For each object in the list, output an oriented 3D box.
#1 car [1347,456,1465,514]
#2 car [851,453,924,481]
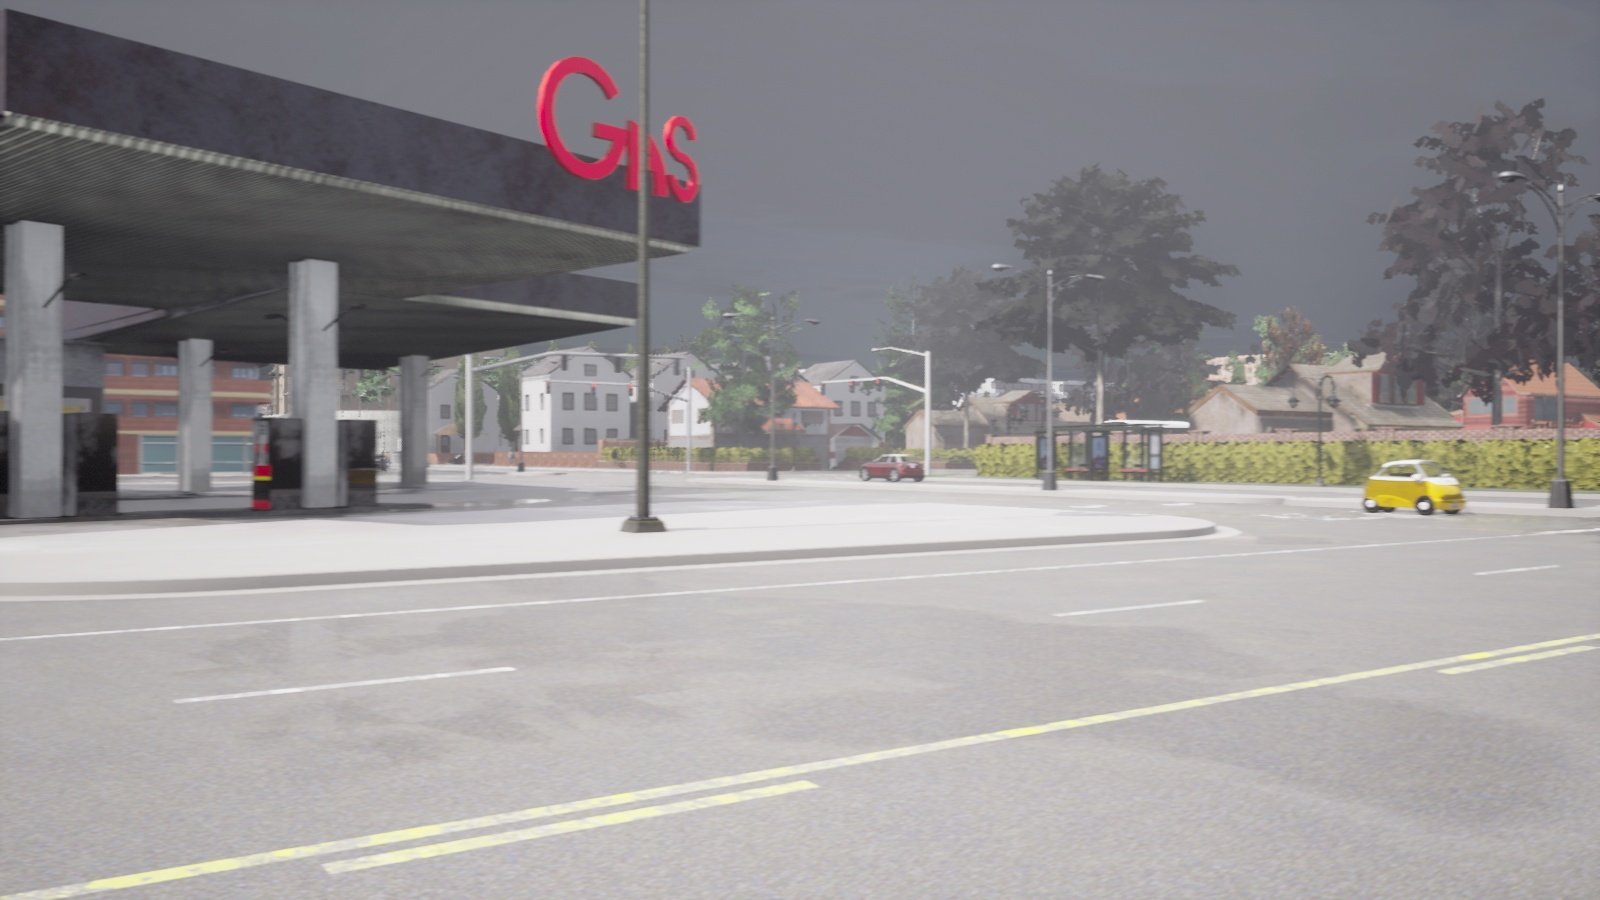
[{"bbox_3d":[15.120,0.854,31.369,1.481,1.376,2.207,0,0,-34],"label":"car"},{"bbox_3d":[4.636,0.892,67.300,1.970,1.475,3.806,0,0,-34],"label":"car"}]
